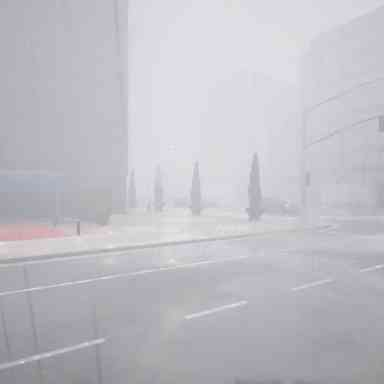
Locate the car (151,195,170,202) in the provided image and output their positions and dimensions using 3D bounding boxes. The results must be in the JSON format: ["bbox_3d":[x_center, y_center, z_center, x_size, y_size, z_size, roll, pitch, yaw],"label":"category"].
[{"bbox_3d":[-6.801,1.384,72.375,1.882,1.535,5.008,0,0,-35],"label":"car"}]

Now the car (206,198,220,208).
[{"bbox_3d":[2.002,1.525,47.271,1.812,1.442,4.674,0,0,-35],"label":"car"}]

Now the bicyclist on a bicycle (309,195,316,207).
[{"bbox_3d":[16.964,1.301,46.732,1.656,1.620,0.582,0,0,-35],"label":"bicyclist on a bicycle"}]

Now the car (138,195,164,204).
[{"bbox_3d":[-7.641,1.601,61.264,1.895,1.301,4.718,0,0,-34],"label":"car"}]

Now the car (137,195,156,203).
[{"bbox_3d":[-9.676,1.384,70.378,1.882,1.535,5.008,0,0,-35],"label":"car"}]

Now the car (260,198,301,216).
[{"bbox_3d":[8.218,1.353,32.186,2.097,1.767,4.553,0,0,-35],"label":"car"}]

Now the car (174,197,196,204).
[{"bbox_3d":[-1.424,1.601,64.736,1.895,1.301,4.718,0,0,-34],"label":"car"}]

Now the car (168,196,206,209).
[{"bbox_3d":[-0.761,1.491,45.113,2.128,1.511,4.902,0,0,-35],"label":"car"}]

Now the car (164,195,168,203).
[{"bbox_3d":[-4.210,1.491,62.608,2.128,1.511,4.902,0,0,-34],"label":"car"}]

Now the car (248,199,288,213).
[{"bbox_3d":[8.535,1.564,37.866,1.994,1.385,4.181,0,0,-35],"label":"car"}]

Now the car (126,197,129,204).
[{"bbox_3d":[-12.331,1.555,61.933,2.033,1.411,5.357,0,0,-35],"label":"car"}]
